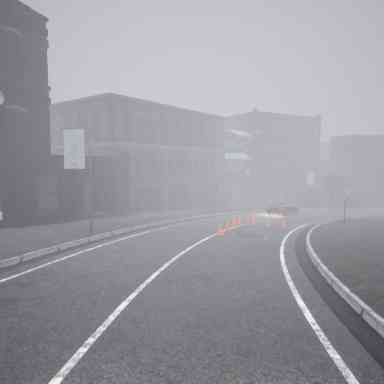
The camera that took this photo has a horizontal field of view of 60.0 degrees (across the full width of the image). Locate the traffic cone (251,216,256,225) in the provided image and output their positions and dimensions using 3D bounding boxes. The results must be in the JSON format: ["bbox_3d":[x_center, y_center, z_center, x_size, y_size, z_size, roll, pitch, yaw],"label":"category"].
[{"bbox_3d":[4.207,1.958,22.744,0.340,0.580,0.340,2,1,17],"label":"traffic cone"}]

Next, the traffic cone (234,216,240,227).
[{"bbox_3d":[2.663,1.925,21.142,0.340,0.580,0.340,2,1,17],"label":"traffic cone"}]

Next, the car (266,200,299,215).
[{"bbox_3d":[9.449,1.586,34.560,1.994,1.385,4.181,4,2,42],"label":"car"}]

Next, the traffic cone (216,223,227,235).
[{"bbox_3d":[1.463,1.926,17.327,0.340,0.580,0.340,2,0,17],"label":"traffic cone"}]

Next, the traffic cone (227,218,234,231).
[{"bbox_3d":[2.062,1.926,19.234,0.340,0.580,0.340,2,1,18],"label":"traffic cone"}]

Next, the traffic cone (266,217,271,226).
[{"bbox_3d":[5.161,1.994,22.449,0.340,0.580,0.340,2,1,17],"label":"traffic cone"}]
